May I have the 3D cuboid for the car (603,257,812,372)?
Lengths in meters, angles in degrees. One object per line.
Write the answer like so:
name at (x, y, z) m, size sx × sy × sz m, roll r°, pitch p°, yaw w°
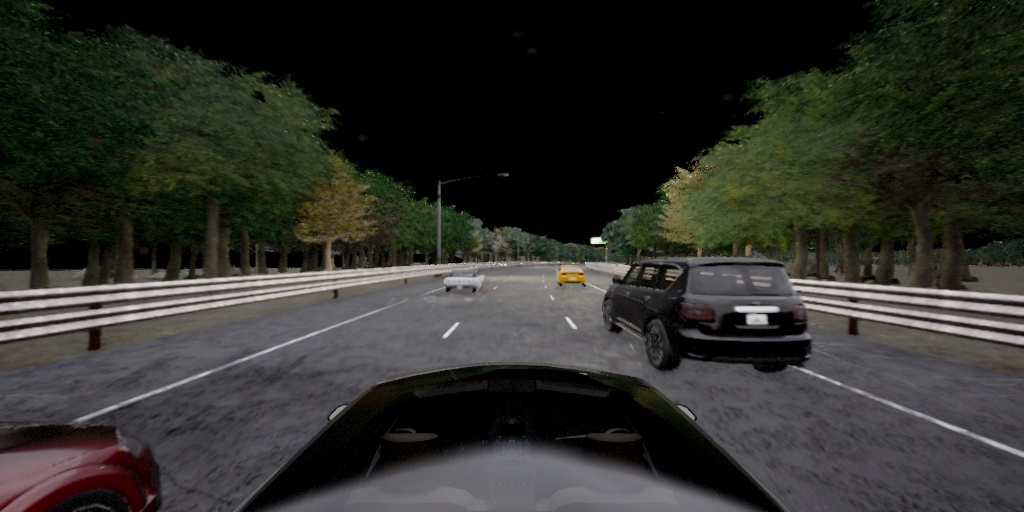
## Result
car at (3.651, 1.042, 7.977) m, size 2.150 × 2.045 × 5.566 m, roll 0°, pitch 0°, yaw 1°

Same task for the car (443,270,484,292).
car at (-2.879, 1.519, 22.643) m, size 1.895 × 1.301 × 4.718 m, roll 0°, pitch 0°, yaw 3°

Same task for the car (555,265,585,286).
car at (4.408, 1.455, 27.504) m, size 1.882 × 1.535 × 5.008 m, roll 0°, pitch 0°, yaw 3°

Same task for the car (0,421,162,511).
car at (-3.373, 1.291, 0.676) m, size 1.994 × 1.385 × 4.181 m, roll 0°, pitch 0°, yaw 0°
